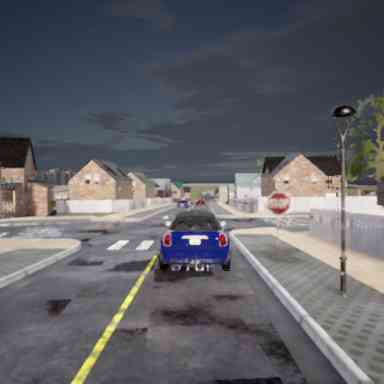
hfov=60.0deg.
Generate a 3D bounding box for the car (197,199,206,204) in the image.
[{"bbox_3d":[2.318,2.280,80.443,1.895,1.301,4.718,0,-1,3],"label":"car"}]

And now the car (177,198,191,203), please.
[{"bbox_3d":[-1.593,2.028,56.922,1.812,1.442,4.674,0,-1,3],"label":"car"}]

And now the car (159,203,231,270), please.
[{"bbox_3d":[0.125,1.421,11.425,2.097,1.767,4.553,0,0,1],"label":"car"}]

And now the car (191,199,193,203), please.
[{"bbox_3d":[-0.884,2.056,71.850,2.097,1.767,4.553,0,-1,3],"label":"car"}]

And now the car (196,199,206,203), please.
[{"bbox_3d":[1.801,2.209,70.419,1.812,1.442,4.674,0,-1,3],"label":"car"}]
